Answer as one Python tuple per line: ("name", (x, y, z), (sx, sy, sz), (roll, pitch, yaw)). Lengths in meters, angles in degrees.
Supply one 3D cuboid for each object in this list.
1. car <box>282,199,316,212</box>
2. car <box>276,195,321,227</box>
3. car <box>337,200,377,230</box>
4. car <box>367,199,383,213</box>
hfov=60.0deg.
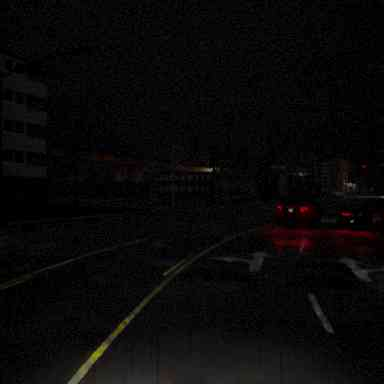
("car", (12.808, 1.608, 40.168), (1.994, 1.385, 4.181), (0, 0, -13))
("car", (7.591, 1.262, 23.418), (2.150, 2.045, 5.566), (0, 0, 30))
("car", (10.753, 1.550, 21.908), (2.128, 1.511, 4.902), (0, 0, 30))
("car", (21.232, 1.566, 39.024), (1.882, 1.535, 5.008), (0, 0, 33))
